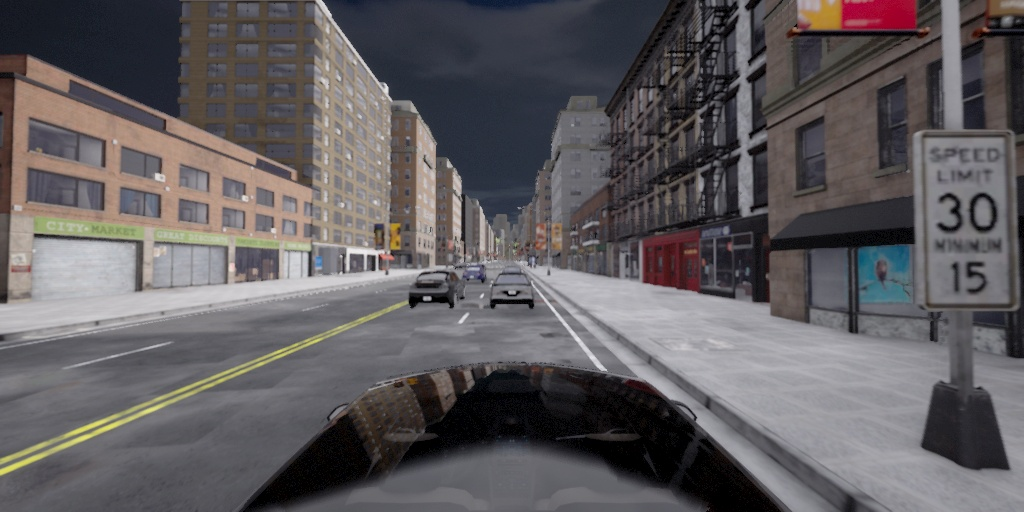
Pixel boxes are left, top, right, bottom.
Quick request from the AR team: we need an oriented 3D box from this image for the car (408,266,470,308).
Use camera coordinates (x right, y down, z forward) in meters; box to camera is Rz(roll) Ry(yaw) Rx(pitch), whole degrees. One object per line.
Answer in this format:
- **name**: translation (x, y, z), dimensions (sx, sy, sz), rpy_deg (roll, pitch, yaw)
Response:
- **car**: translation (-3.244, 1.394, 16.156), dimensions (1.837, 1.490, 4.892), rpy_deg (0, 0, 0)

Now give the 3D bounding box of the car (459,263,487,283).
- **car**: translation (-3.240, 1.550, 31.257), dimensions (1.812, 1.442, 4.674), rpy_deg (0, 0, 0)

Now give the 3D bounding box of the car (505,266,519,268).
- **car**: translation (0.007, 1.568, 30.858), dimensions (2.033, 1.411, 5.357), rpy_deg (0, 0, 0)

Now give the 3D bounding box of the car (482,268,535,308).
- **car**: translation (0.004, 1.430, 15.857), dimensions (2.033, 1.411, 5.357), rpy_deg (0, 0, 0)
